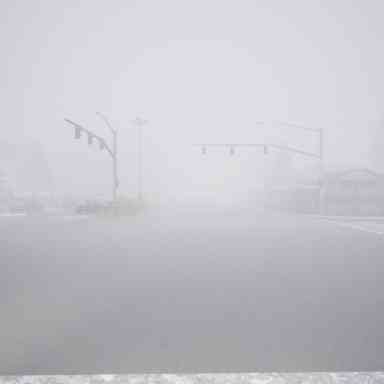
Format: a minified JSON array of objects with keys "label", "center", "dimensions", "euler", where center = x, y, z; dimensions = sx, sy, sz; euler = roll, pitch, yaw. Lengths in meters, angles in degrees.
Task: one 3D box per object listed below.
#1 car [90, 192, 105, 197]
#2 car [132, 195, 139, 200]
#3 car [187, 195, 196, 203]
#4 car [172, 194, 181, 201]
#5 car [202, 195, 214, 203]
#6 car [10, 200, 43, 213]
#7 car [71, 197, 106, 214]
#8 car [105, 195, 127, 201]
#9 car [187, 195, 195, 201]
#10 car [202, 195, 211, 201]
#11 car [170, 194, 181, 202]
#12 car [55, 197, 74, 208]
[{"label":"car","center":[-17.693,1.106,62.376],"dimensions":[2.150,2.045,5.566],"euler":[0,0,1]},{"label":"car","center":[-10.687,1.352,65.961],"dimensions":[1.882,1.535,5.008],"euler":[0,0,0]},{"label":"car","center":[-0.069,1.417,67.459],"dimensions":[2.033,1.411,5.357],"euler":[0,0,0]},{"label":"car","center":[-3.697,1.323,80.320],"dimensions":[1.882,1.535,5.008],"euler":[0,0,0]},{"label":"car","center":[3.434,1.416,67.448],"dimensions":[2.033,1.411,5.357],"euler":[0,0,0]},{"label":"car","center":[-17.687,1.500,35.676],"dimensions":[1.994,1.385,4.181],"euler":[0,0,0]},{"label":"car","center":[-10.688,1.536,35.108],"dimensions":[1.895,1.301,4.718],"euler":[0,0,0]},{"label":"car","center":[-10.716,1.260,48.803],"dimensions":[2.097,1.767,4.553],"euler":[0,0,0]},{"label":"car","center":[-0.193,1.444,77.929],"dimensions":[1.895,1.301,4.718],"euler":[0,0,0]},{"label":"car","center":[3.307,1.401,77.781],"dimensions":[1.994,1.385,4.181],"euler":[0,0,0]},{"label":"car","center":[-3.583,1.465,70.052],"dimensions":[1.895,1.301,4.718],"euler":[0,0,0]},{"label":"car","center":[-17.714,1.403,47.145],"dimensions":[2.128,1.511,4.902],"euler":[0,0,0]}]
